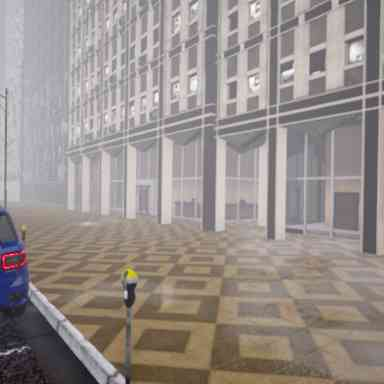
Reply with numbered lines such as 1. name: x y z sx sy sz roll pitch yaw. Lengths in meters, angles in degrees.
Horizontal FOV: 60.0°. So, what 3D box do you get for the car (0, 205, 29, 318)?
1. car: -4.887 1.210 6.712 2.150 2.045 5.566 1 0 -37
